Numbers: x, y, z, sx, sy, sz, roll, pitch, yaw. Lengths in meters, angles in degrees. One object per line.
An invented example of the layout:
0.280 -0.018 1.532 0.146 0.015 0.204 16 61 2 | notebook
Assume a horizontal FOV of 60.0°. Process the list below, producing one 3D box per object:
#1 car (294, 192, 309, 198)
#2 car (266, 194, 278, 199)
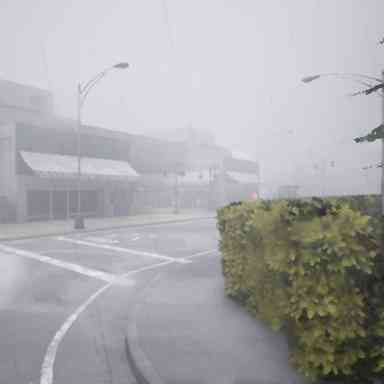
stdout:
25.249 1.285 78.177 2.007 1.523 4.514 0 0 37 | car
18.080 1.216 74.754 1.970 1.475 3.806 0 0 37 | car
